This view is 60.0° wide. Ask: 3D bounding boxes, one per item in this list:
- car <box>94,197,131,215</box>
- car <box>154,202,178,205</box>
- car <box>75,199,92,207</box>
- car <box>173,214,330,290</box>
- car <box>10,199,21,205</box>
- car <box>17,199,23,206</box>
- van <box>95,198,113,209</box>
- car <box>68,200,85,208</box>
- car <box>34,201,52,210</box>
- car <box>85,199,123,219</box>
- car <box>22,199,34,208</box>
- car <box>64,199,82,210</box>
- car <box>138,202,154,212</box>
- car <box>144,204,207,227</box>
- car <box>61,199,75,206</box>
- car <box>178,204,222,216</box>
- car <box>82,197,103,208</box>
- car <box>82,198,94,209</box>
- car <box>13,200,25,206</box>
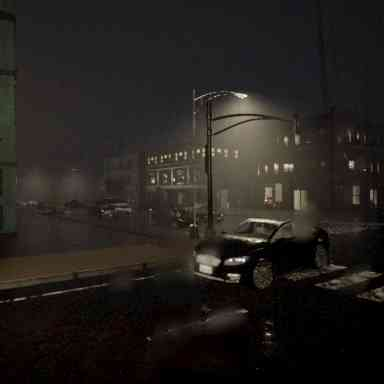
[{"bbox_3d":[-9.096,1.634,38.879,2.150,2.045,5.566,-1,1,-35],"label":"car"},{"bbox_3d":[-2.405,1.904,39.459,1.802,1.307,4.206,-2,0,-36],"label":"car"},{"bbox_3d":[-21.719,2.228,66.475,1.887,1.381,4.507,-1,0,-36],"label":"car"},{"bbox_3d":[2.092,1.491,9.258,4.902,1.511,2.128,0,0,-44],"label":"car"},{"bbox_3d":[-44.629,2.598,84.115,1.887,1.381,4.507,-1,0,-36],"label":"car"},{"bbox_3d":[-38.194,2.380,75.109,1.967,1.590,4.097,-1,0,-36],"label":"car"},{"bbox_3d":[-15.286,1.907,57.470,1.690,1.788,3.998,-1,0,-36],"label":"van"},{"bbox_3d":[-21.440,2.230,61.646,1.994,1.385,4.181,-1,0,-36],"label":"car"},{"bbox_3d":[-25.218,2.233,56.959,1.752,1.417,4.829,-1,0,-36],"label":"car"},{"bbox_3d":[-9.224,1.847,34.583,1.967,1.590,4.097,-1,0,-36],"label":"car"},{"bbox_3d":[-31.754,2.376,66.104,2.008,1.369,4.403,-1,0,-36],"label":"car"},{"bbox_3d":[-18.673,1.946,52.441,2.033,1.411,5.357,-1,0,-36],"label":"car"},{"bbox_3d":[-5.623,1.966,43.961,1.802,1.307,4.206,-2,0,-36],"label":"car"},{"bbox_3d":[-1.250,1.815,23.224,1.947,1.339,4.313,-2,0,-36],"label":"car"},{"bbox_3d":[-28.156,2.364,75.482,1.947,1.339,4.313,-1,0,-36],"label":"car"},{"bbox_3d":[0.375,1.834,25.630,1.895,1.301,4.718,-1,0,-36],"label":"car"},{"bbox_3d":[-18.505,1.940,61.972,2.192,1.841,5.009,-1,0,-36],"label":"car"},{"bbox_3d":[-15.379,2.033,53.166,1.882,1.535,5.008,-1,0,-35],"label":"car"},{"bbox_3d":[-41.411,2.548,79.613,2.008,1.369,4.403,-1,0,-36],"label":"car"}]
